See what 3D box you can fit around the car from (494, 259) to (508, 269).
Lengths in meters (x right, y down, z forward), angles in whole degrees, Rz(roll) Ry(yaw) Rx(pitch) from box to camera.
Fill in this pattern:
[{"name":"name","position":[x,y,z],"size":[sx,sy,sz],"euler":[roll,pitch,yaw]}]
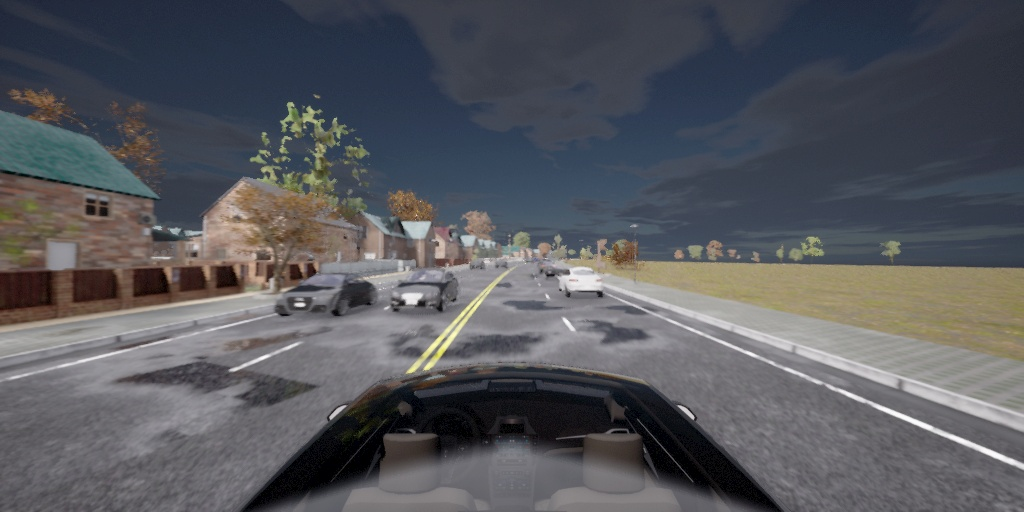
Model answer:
[{"name":"car","position":[-1.640,1.291,56.697],"size":[1.837,1.490,4.892],"euler":[0,0,4]}]

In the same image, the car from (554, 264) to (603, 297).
[{"name":"car","position":[3.517,1.292,18.850],"size":[1.812,1.442,4.674],"euler":[0,0,1]}]

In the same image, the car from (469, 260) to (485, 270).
[{"name":"car","position":[-5.099,1.285,53.344],"size":[1.837,1.490,4.892],"euler":[0,0,4]}]

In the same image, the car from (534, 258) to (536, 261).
[{"name":"car","position":[4.707,1.279,53.452],"size":[2.128,1.511,4.902],"euler":[0,0,3]}]

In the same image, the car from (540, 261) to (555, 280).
[{"name":"car","position":[3.729,1.374,31.616],"size":[1.895,1.301,4.718],"euler":[0,0,2]}]

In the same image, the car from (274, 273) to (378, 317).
[{"name":"car","position":[-6.514,1.311,13.036],"size":[1.994,1.385,4.181],"euler":[0,0,1]}]

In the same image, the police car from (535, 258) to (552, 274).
[{"name":"police car","position":[4.151,1.285,42.522],"size":[2.038,1.542,4.974],"euler":[0,0,3]}]

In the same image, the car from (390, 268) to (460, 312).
[{"name":"car","position":[-3.255,1.244,14.217],"size":[2.128,1.511,4.902],"euler":[0,0,1]}]
